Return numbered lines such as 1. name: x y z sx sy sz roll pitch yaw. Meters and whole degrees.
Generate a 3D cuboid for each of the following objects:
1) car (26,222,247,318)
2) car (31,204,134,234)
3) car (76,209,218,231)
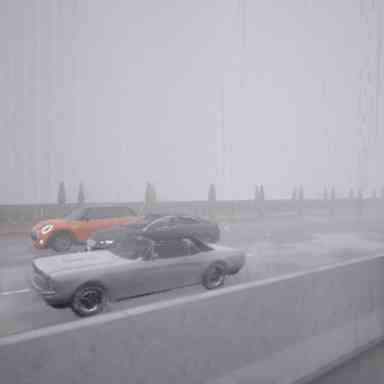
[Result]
1. car: -1.071 1.601 7.527 4.718 1.301 1.895 0 0 -35
2. car: -4.223 1.352 13.877 4.553 1.767 2.097 0 0 -35
3. car: -1.195 1.492 11.736 4.902 1.511 2.128 0 0 -35
